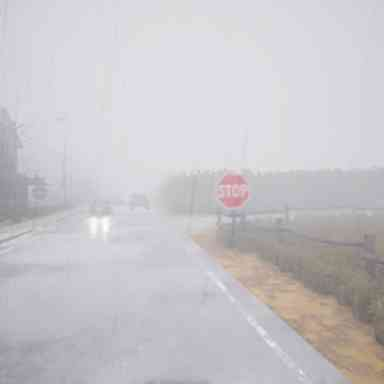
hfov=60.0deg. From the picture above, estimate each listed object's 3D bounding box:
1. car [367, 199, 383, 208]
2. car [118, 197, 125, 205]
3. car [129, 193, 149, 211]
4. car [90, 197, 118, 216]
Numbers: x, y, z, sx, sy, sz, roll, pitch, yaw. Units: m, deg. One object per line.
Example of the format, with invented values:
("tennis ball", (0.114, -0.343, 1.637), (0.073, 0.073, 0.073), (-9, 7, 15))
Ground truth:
("car", (16.789, 0.979, 27.188), (4.674, 1.442, 1.812), (-1, 0, -9))
("car", (-13.271, 1.499, 55.716), (4.181, 1.385, 1.994), (-1, 0, 25))
("car", (-6.343, 1.109, 39.980), (2.150, 2.045, 5.566), (-1, 0, -9))
("car", (-8.828, 1.482, 32.706), (2.128, 1.511, 4.902), (-1, 0, -9))
